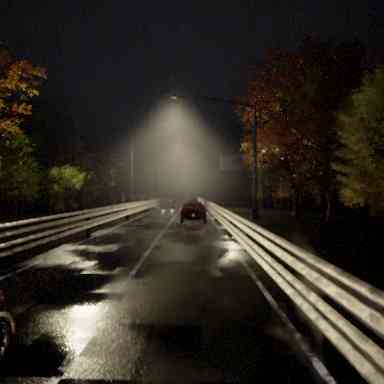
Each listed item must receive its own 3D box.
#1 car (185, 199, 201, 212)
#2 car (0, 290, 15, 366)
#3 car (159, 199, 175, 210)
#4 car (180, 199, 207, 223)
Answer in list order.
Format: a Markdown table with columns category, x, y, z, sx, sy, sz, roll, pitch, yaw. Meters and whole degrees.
| category | x | y | z | sx | sy | sz | roll | pitch | yaw |
| --- | --- | --- | --- | --- | --- | --- | --- | --- | --- |
| car | 0.108 | 1.642 | 41.703 | 1.812 | 1.442 | 4.674 | 0 | 0 | 0 |
| car | -3.347 | 1.552 | 2.715 | 1.994 | 1.385 | 4.181 | 0 | 0 | 0 |
| car | -3.328 | 1.709 | 46.022 | 1.994 | 1.385 | 4.181 | 0 | 0 | 0 |
| car | 0.104 | 1.492 | 25.615 | 1.882 | 1.535 | 5.008 | 0 | 0 | 0 |
